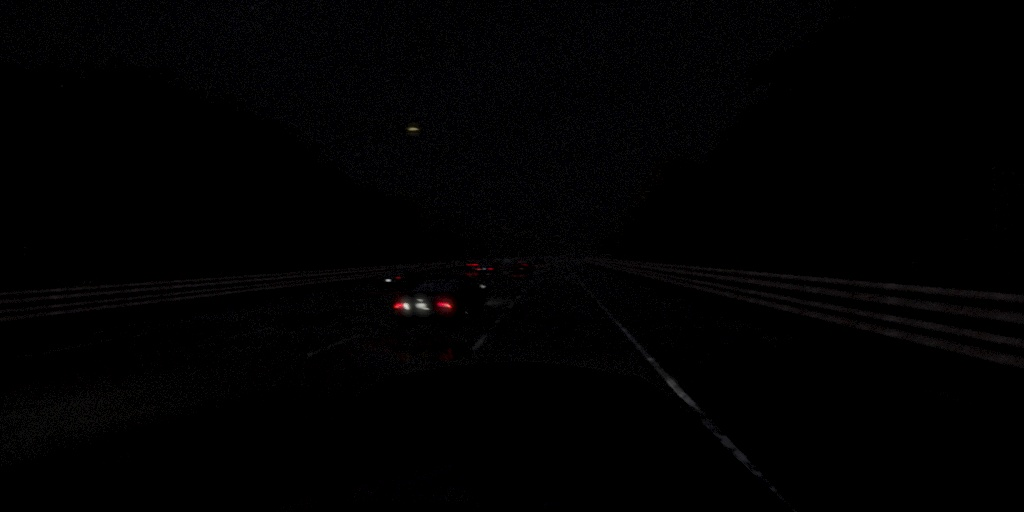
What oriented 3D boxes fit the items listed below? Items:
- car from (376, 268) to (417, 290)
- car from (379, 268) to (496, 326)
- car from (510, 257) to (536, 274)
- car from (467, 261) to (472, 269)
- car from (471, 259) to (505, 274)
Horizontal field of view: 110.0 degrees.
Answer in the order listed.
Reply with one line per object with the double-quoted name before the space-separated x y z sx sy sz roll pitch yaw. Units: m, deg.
"car" -7.600 1.521 24.722 1.994 1.385 4.181 -2 0 7
"car" -2.096 1.353 11.978 2.033 1.411 5.357 -2 0 7
"car" 1.269 1.161 39.776 1.882 1.535 5.008 -2 0 7
"car" -4.709 1.352 48.549 2.128 1.511 4.902 -2 0 7
"car" -2.446 1.345 38.199 2.033 1.411 5.357 -2 0 7
